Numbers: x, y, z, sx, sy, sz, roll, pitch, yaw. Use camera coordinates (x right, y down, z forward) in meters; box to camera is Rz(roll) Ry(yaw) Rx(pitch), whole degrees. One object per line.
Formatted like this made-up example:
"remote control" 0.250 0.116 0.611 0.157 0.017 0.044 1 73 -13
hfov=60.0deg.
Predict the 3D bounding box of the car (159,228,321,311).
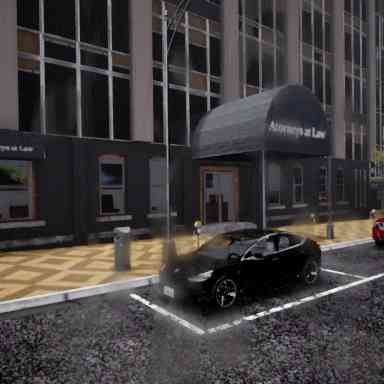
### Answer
"car" 1.290 1.564 7.777 4.313 1.339 1.947 0 -1 -37

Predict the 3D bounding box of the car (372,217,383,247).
"car" 9.571 1.310 13.973 5.009 1.841 2.192 0 -1 -37
